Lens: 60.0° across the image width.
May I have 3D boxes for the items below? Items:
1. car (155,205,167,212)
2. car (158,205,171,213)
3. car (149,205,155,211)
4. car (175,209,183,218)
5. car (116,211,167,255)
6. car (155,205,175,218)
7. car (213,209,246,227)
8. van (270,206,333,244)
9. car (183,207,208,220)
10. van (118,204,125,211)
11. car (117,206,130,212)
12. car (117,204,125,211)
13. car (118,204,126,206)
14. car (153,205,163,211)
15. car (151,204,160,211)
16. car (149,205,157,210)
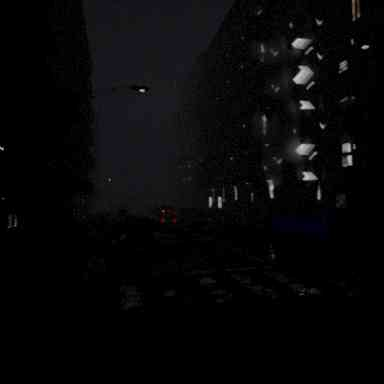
[{"bbox_3d":[-6.757,3.626,72.751,2.008,1.369,4.403,-1,-2,-13],"label":"car"},{"bbox_3d":[-5.519,3.448,67.229,2.008,1.369,4.403,-1,-2,-13],"label":"car"},{"bbox_3d":[-5.648,3.117,55.509,1.812,1.442,4.674,-1,-2,-13],"label":"car"},{"bbox_3d":[-0.566,2.730,45.139,1.887,1.381,4.507,-1,-2,-13],"label":"car"},{"bbox_3d":[-2.556,1.925,15.713,1.967,1.590,4.097,-1,-1,-13],"label":"car"},{"bbox_3d":[-3.453,2.633,45.922,2.097,1.767,4.553,-1,-2,-12],"label":"car"},{"bbox_3d":[3.110,2.189,28.741,1.752,1.417,4.829,-1,-2,-13],"label":"car"},{"bbox_3d":[5.620,1.659,17.535,1.690,1.788,3.998,-1,-1,-13],"label":"van"},{"bbox_3d":[0.671,2.552,39.617,1.887,1.381,4.507,-1,-2,-13],"label":"car"},{"bbox_3d":[-18.657,4.123,87.506,1.690,1.788,3.998,-1,-2,-13],"label":"van"},{"bbox_3d":[-9.983,3.112,48.842,1.802,1.307,4.206,-1,-2,-13],"label":"car"},{"bbox_3d":[-19.896,4.284,93.026,2.192,1.841,5.009,-1,-2,-13],"label":"car"},{"bbox_3d":[-14.943,3.558,70.940,2.192,1.841,5.009,-1,-2,-13],"label":"car"},{"bbox_3d":[-7.996,3.798,78.274,1.887,1.381,4.507,-1,-2,-13],"label":"car"},{"bbox_3d":[-9.236,3.873,83.797,1.967,1.590,4.097,-1,-2,-13],"label":"car"},{"bbox_3d":[-10.472,4.197,89.317,1.802,1.307,4.206,-1,-2,-13],"label":"car"}]
